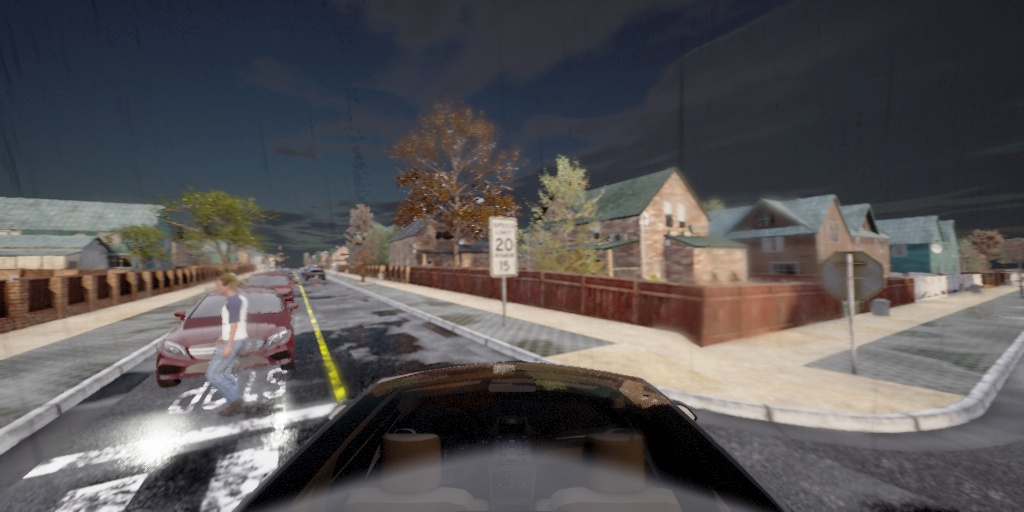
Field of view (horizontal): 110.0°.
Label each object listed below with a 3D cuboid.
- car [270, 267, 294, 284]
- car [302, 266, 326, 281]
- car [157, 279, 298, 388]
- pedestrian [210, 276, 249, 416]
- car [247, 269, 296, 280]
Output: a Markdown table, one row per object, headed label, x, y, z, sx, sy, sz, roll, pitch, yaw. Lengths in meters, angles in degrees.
| label | x | y | z | sx | sy | sz | roll | pitch | yaw |
| --- | --- | --- | --- | --- | --- | --- | --- | --- | --- |
| car | -22.922 | 1.911 | 35.889 | 1.837 | 1.490 | 4.892 | 0 | -1 | -31 |
| car | -21.359 | 1.928 | 38.845 | 1.837 | 1.490 | 4.892 | 0 | -1 | -32 |
| car | -5.617 | 1.399 | 7.522 | 1.812 | 1.442 | 4.674 | 0 | -1 | -31 |
| pedestrian | -3.639 | 1.115 | 4.708 | 0.375 | 1.860 | 0.375 | 1 | -3 | -31 |
| car | -10.500 | 1.495 | 15.489 | 1.882 | 1.535 | 5.008 | 0 | -1 | -31 |
